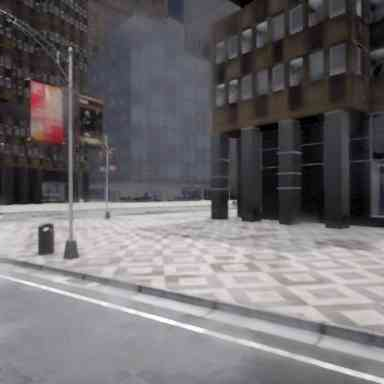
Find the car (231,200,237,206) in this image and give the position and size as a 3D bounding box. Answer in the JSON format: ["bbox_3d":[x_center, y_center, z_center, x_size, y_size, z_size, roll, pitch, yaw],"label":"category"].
[{"bbox_3d":[8.784,1.551,57.064,4.553,1.767,2.097,0,0,-41],"label":"car"}]
